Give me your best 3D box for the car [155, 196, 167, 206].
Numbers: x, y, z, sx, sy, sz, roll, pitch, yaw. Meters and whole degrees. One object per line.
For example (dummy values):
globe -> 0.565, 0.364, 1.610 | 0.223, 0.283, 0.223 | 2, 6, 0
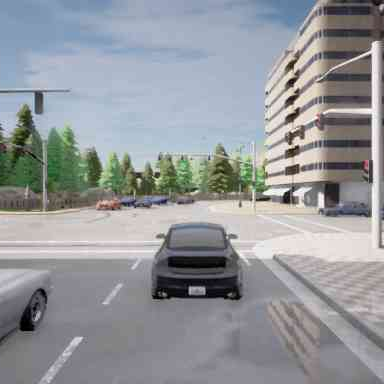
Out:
car -> -5.627, 1.478, 55.805 | 1.882, 1.535, 5.008 | 0, 0, 14

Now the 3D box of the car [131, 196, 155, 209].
car -> -6.737, 1.564, 45.999 | 1.994, 1.385, 4.181 | 0, 0, 0

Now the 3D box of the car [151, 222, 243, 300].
car -> 0.119, 1.506, 8.355 | 1.837, 1.490, 4.892 | 0, 0, 1

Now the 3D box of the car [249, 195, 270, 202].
car -> 15.203, 1.595, 74.682 | 4.718, 1.301, 1.895 | 0, 0, -33

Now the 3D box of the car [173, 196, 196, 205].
car -> -0.979, 1.547, 59.246 | 2.033, 1.411, 5.357 | 0, 0, 20

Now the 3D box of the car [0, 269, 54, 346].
car -> -3.424, 1.601, 3.878 | 1.895, 1.301, 4.718 | 0, 0, 0

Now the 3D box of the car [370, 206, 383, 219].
car -> 17.705, 1.581, 27.395 | 4.674, 1.442, 1.812 | 0, 0, 0

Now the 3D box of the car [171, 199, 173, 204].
car -> -2.194, 1.478, 65.288 | 1.882, 1.535, 5.008 | 0, 0, 28

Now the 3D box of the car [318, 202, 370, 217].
car -> 14.609, 1.603, 30.905 | 5.357, 1.411, 2.033 | 0, 0, 0

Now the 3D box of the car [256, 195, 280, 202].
car -> 18.442, 1.540, 80.425 | 5.357, 1.411, 2.033 | 0, 0, -22

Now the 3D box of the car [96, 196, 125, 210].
car -> -10.394, 1.352, 41.775 | 2.097, 1.767, 4.553 | 0, 0, 2

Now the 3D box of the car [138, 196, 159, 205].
car -> -7.818, 1.505, 60.705 | 1.837, 1.490, 4.892 | 0, 0, 19

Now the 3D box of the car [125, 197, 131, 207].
car -> -9.861, 1.478, 50.986 | 1.882, 1.535, 5.008 | 0, 0, 7
